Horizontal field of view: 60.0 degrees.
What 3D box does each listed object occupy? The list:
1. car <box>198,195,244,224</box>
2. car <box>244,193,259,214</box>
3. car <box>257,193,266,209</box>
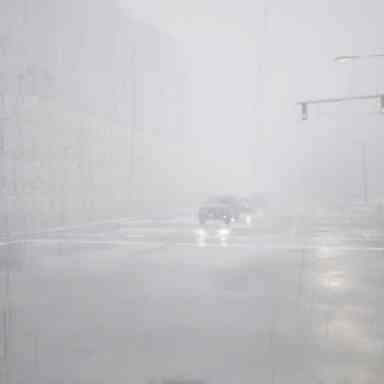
[{"bbox_3d":[2.172,1.259,25.399,2.150,2.045,5.566,-2,0,19],"label":"car"},{"bbox_3d":[5.367,1.341,34.893,2.097,1.767,4.553,-2,0,19],"label":"car"},{"bbox_3d":[8.702,1.160,44.800,2.150,2.045,5.566,-2,0,19],"label":"car"}]
